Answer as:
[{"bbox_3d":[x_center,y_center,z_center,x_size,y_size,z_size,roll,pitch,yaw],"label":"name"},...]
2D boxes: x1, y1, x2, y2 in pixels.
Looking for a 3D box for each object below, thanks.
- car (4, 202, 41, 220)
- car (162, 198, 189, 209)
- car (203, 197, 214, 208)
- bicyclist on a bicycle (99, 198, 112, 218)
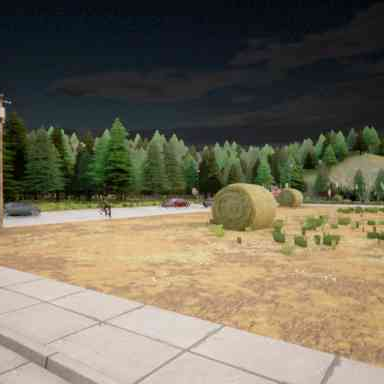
[{"bbox_3d":[-15.268,1.589,28.563,1.994,1.385,4.181,0,0,36],"label":"car"},{"bbox_3d":[-2.207,1.552,46.197,1.812,1.442,4.674,0,0,37],"label":"car"},{"bbox_3d":[3.480,1.518,47.815,2.128,1.511,4.902,0,0,37],"label":"car"},{"bbox_3d":[-7.068,1.327,27.067,1.656,1.620,0.582,0,0,36],"label":"bicyclist on a bicycle"}]
